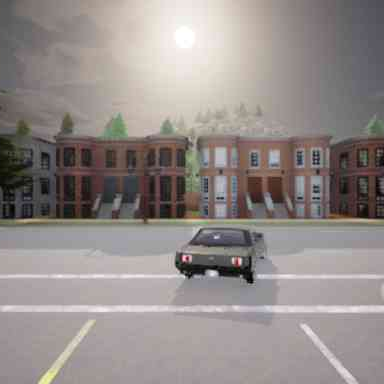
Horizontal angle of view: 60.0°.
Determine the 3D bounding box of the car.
[{"bbox_3d":[1.116,1.625,9.943,1.895,1.301,4.718,0,0,17],"label":"car"}]
